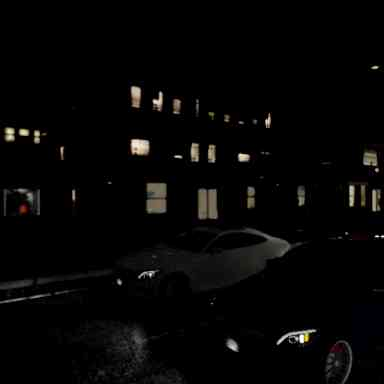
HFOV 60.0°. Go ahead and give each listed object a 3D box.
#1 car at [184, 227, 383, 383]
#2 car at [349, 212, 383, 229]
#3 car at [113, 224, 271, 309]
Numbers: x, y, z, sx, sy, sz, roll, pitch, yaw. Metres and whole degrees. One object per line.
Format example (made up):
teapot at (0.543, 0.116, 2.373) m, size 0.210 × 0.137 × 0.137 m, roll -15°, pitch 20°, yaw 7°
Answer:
car at (2.334, 1.548, 5.354) m, size 4.674 × 1.442 × 1.812 m, roll 0°, pitch 0°, yaw -37°
car at (7.947, 1.557, 13.342) m, size 4.902 × 1.511 × 2.128 m, roll 0°, pitch 0°, yaw -35°
car at (0.479, 1.549, 8.015) m, size 4.674 × 1.442 × 1.812 m, roll 0°, pitch 0°, yaw -34°
